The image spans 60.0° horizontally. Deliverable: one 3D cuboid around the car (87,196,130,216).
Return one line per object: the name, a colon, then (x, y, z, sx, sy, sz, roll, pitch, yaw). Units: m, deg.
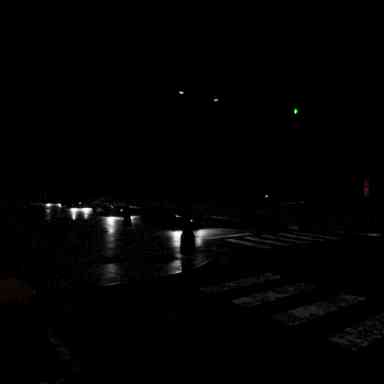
car: (-6.669, 1.060, 27.030, 1.812, 1.442, 4.674, 0, 1, -35)

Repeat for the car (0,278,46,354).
car: (-4.263, 1.525, 3.620, 4.829, 1.417, 1.752, 0, 0, -35)

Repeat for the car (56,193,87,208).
car: (-12.431, 0.921, 35.078, 1.994, 1.385, 4.181, 0, 1, -36)

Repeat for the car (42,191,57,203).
car: (-18.403, 0.682, 43.569, 1.837, 1.490, 4.892, 0, 1, -32)

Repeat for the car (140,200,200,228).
car: (-1.454, 1.227, 19.741, 1.812, 1.442, 4.674, 0, 1, -37)
